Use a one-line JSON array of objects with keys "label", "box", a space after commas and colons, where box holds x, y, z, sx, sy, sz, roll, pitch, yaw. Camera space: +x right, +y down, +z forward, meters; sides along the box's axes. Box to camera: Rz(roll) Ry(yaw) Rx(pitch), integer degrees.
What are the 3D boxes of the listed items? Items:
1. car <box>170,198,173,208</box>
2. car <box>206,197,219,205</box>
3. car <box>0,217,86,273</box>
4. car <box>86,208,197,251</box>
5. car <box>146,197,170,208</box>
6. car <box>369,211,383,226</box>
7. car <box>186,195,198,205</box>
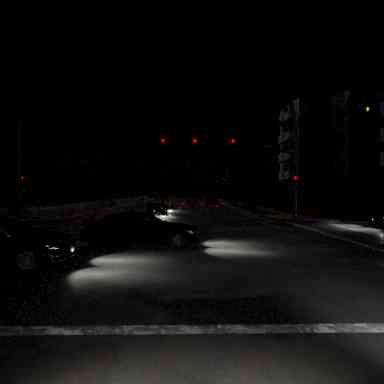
[{"label": "car", "box": [-3.569, 1.472, 44.488, 1.882, 1.535, 5.008, 0, 0, 0]}, {"label": "car", "box": [3.508, 1.518, 58.217, 1.812, 1.442, 4.674, 0, 0, 0]}, {"label": "car", "box": [-6.034, 1.503, 10.040, 4.892, 1.490, 1.837, 0, 0, 0]}, {"label": "car", "box": [-2.123, 1.524, 13.548, 4.674, 1.442, 1.812, 0, 0, 0]}, {"label": "car", "box": [-3.578, 1.521, 34.013, 1.812, 1.442, 4.674, 0, 0, 0]}, {"label": "car", "box": [13.958, 1.502, 21.251, 4.892, 1.490, 1.837, 0, 0, -1]}, {"label": "car", "box": [0.008, 1.345, 58.173, 2.097, 1.767, 4.553, 0, 0, 0]}]
